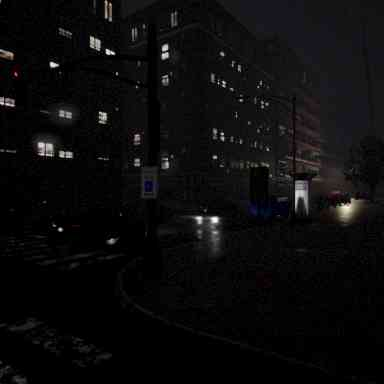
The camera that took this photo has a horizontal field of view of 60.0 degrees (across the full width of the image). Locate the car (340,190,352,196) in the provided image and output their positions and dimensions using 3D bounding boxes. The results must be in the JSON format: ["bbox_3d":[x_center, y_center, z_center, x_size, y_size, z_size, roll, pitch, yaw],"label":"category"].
[{"bbox_3d":[38.845,0.277,83.648,2.008,1.369,4.403,1,1,36],"label":"car"}]

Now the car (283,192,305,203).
[{"bbox_3d":[15.777,0.800,51.346,1.752,1.417,4.829,1,1,36],"label":"car"}]

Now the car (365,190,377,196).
[{"bbox_3d":[44.237,0.216,82.070,1.994,1.385,4.181,0,1,36],"label":"car"}]

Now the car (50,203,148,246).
[{"bbox_3d":[-3.953,1.413,14.590,1.994,1.385,4.181,0,1,36],"label":"car"}]

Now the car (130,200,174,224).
[{"bbox_3d":[-3.343,1.322,20.351,2.033,1.411,5.357,0,1,36],"label":"car"}]

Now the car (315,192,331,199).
[{"bbox_3d":[25.720,0.621,65.270,1.802,1.307,4.206,1,1,36],"label":"car"}]

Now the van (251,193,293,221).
[{"bbox_3d":[5.716,1.008,23.693,1.690,1.788,3.998,1,1,36],"label":"van"}]

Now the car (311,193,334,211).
[{"bbox_3d":[12.285,1.078,32.897,1.947,1.339,4.313,1,1,36],"label":"car"}]

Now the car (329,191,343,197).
[{"bbox_3d":[32.282,0.427,74.458,1.887,1.381,4.507,1,1,36],"label":"car"}]

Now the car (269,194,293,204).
[{"bbox_3d":[12.595,0.932,46.891,1.802,1.307,4.206,1,1,36],"label":"car"}]

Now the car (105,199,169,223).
[{"bbox_3d":[-3.812,1.283,23.916,1.887,1.381,4.507,1,1,36],"label":"car"}]

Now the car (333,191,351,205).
[{"bbox_3d":[18.854,0.923,42.096,1.947,1.339,4.313,1,1,36],"label":"car"}]

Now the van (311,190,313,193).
[{"bbox_3d":[19.158,0.536,56.076,1.690,1.788,3.998,1,1,36],"label":"van"}]

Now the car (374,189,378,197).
[{"bbox_3d":[31.993,0.590,60.494,1.887,1.381,4.507,1,1,36],"label":"car"}]

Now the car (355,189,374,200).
[{"bbox_3d":[28.709,0.563,55.892,1.967,1.590,4.097,1,1,36],"label":"car"}]

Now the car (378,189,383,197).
[{"bbox_3d":[41.847,0.355,74.293,1.887,1.381,4.507,1,1,36],"label":"car"}]

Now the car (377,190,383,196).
[{"bbox_3d":[45.132,0.314,78.893,1.802,1.307,4.206,1,1,36],"label":"car"}]

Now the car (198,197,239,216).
[{"bbox_3d":[2.410,1.165,28.404,1.812,1.442,4.674,0,1,35],"label":"car"}]

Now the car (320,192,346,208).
[{"bbox_3d":[15.569,0.979,37.496,1.887,1.381,4.507,1,1,36],"label":"car"}]

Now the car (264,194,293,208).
[{"bbox_3d":[10.328,1.015,39.458,1.994,1.385,4.181,0,1,36],"label":"car"}]
